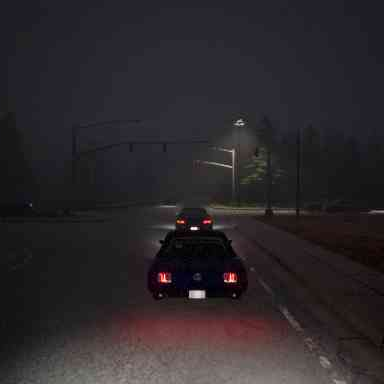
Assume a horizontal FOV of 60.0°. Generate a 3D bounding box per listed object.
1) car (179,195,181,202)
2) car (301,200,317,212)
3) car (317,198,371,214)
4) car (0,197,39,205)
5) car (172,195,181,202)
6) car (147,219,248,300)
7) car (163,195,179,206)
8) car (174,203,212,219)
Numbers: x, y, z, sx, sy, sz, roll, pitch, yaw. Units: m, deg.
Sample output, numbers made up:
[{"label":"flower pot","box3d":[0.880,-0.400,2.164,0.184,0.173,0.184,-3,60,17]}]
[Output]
[{"label":"car","box3d":[-3.552,1.522,63.850,1.994,1.385,4.181,0,0,1]},{"label":"car","box3d":[15.151,1.473,38.126,5.008,1.535,1.882,0,0,1]},{"label":"car","box3d":[15.891,1.523,34.362,4.674,1.442,1.812,0,0,1]},{"label":"car","box3d":[-18.343,1.363,35.028,4.553,1.767,2.097,0,0,1]},{"label":"car","box3d":[-3.423,1.429,74.156,1.882,1.535,5.008,0,0,1]},{"label":"car","box3d":[0.099,1.596,8.341,1.895,1.301,4.718,0,0,0]},{"label":"car","box3d":[-3.595,1.528,54.583,1.994,1.385,4.181,0,0,0]},{"label":"car","box3d":[0.099,1.511,17.396,1.812,1.442,4.674,0,0,0]}]
